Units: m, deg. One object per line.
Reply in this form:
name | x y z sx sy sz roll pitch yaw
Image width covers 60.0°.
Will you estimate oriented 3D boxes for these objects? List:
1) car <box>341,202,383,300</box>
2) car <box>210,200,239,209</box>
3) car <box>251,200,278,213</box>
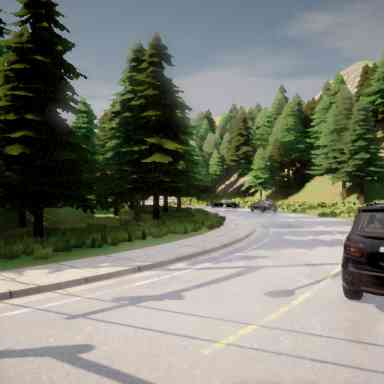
car | 5.057 1.245 7.784 2.150 2.045 5.566 0 0 35
car | 4.697 1.787 49.356 1.895 1.301 4.718 0 0 -33
car | 8.599 1.683 39.800 1.812 1.442 4.674 0 0 -13
